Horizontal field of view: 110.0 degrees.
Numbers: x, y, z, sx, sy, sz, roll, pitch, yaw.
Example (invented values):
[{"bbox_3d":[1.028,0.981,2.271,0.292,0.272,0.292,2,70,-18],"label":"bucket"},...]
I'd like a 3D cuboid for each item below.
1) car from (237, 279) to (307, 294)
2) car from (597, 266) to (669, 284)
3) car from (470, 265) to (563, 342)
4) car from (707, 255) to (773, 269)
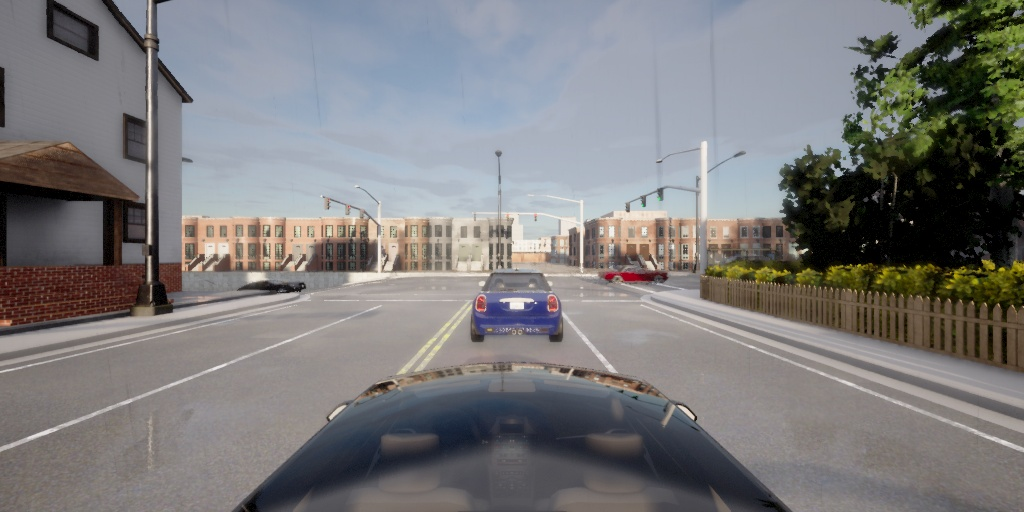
[{"bbox_3d":[-17.497,2.465,25.815,4.892,1.490,1.837,-13,1,0],"label":"car"},{"bbox_3d":[8.720,1.351,25.916,4.718,1.301,1.895,0,0,0],"label":"car"},{"bbox_3d":[0.109,1.102,9.928,2.097,1.767,4.553,0,0,0],"label":"car"},{"bbox_3d":[18.735,0.971,29.643,5.566,2.045,2.150,0,0,0],"label":"car"}]
